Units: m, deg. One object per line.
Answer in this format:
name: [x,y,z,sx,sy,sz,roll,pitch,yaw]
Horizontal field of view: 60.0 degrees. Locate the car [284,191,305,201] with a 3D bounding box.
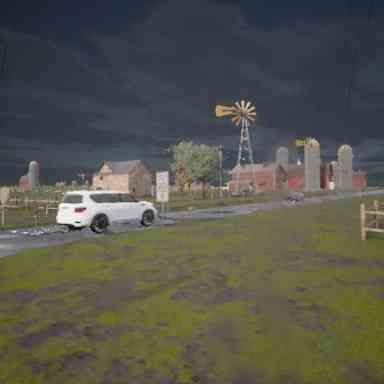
car: [15.131,0.601,49.152,1.994,1.385,4.181,-1,1,36]

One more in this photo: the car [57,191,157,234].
car: [-4.322,0.942,17.646,2.150,2.045,5.566,-1,1,36]
